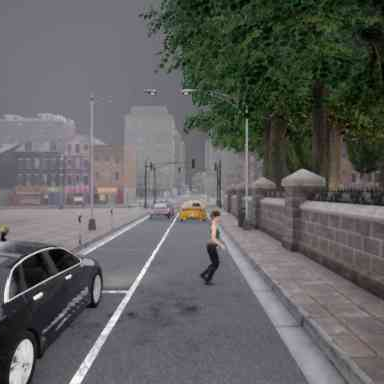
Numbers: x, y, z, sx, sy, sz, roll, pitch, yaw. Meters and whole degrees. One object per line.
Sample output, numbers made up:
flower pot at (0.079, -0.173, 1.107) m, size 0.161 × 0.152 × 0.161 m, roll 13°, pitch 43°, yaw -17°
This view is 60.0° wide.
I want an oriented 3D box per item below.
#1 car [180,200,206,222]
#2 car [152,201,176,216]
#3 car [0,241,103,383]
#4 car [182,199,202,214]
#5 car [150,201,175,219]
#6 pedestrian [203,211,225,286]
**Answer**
car at (0.072, 1.469, 26.310) m, size 1.882 × 1.535 × 5.008 m, roll 0°, pitch 0°, yaw 0°
car at (-2.630, 1.555, 32.375) m, size 1.947 × 1.339 × 4.313 m, roll 0°, pitch 0°, yaw 0°
car at (-2.749, 1.504, 5.012) m, size 1.837 × 1.490 × 4.892 m, roll 0°, pitch 0°, yaw 0°
car at (0.012, 1.535, 36.799) m, size 2.033 × 1.411 × 5.357 m, roll 0°, pitch 0°, yaw 0°
car at (-2.631, 1.573, 28.713) m, size 1.802 × 1.307 × 4.206 m, roll 0°, pitch 0°, yaw 0°
pedestrian at (0.524, 1.291, 7.956) m, size 0.375 × 1.860 × 0.375 m, roll 0°, pitch 0°, yaw 0°
